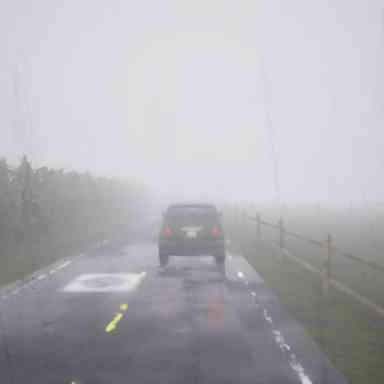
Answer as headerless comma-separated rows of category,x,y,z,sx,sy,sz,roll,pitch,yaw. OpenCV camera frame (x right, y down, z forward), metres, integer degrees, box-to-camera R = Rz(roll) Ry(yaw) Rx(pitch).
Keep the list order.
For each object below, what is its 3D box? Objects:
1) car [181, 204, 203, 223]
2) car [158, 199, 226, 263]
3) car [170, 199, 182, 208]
car,0.016,1.804,28.892,1.812,1.442,4.674,0,0,0
car,0.006,1.350,12.555,2.150,2.045,5.566,0,0,0
car,-2.810,2.034,59.955,1.882,1.535,5.008,0,-1,1
